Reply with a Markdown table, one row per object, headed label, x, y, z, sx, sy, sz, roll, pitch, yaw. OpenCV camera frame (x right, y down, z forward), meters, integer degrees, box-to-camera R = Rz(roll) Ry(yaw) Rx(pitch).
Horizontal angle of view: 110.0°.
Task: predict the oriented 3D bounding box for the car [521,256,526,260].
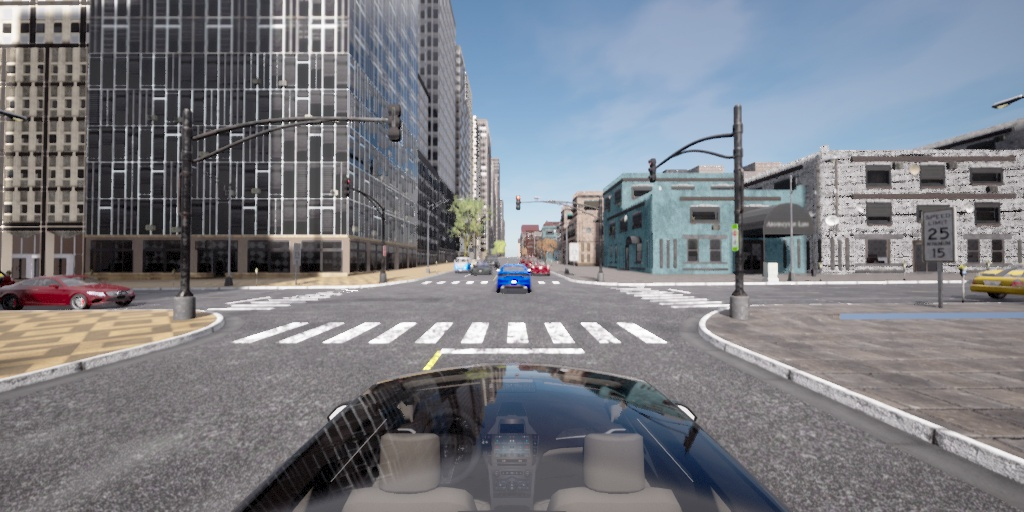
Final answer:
| label | x | y | z | sx | sy | sz | roll | pitch | yaw |
| --- | --- | --- | --- | --- | --- | --- | --- | --- | --- |
| car | 2.706 | 1.029 | 47.251 | 2.192 | 1.841 | 5.009 | 0 | 0 | 0 |

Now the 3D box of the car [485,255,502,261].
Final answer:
| label | x | y | z | sx | sy | sz | roll | pitch | yaw |
| --- | --- | --- | --- | --- | --- | --- | --- | --- | --- |
| car | -3.069 | 0.930 | 53.004 | 2.150 | 2.045 | 5.566 | 0 | 0 | 0 |

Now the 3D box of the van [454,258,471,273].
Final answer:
| label | x | y | z | sx | sy | sz | roll | pitch | yaw |
| --- | --- | --- | --- | --- | --- | --- | --- | --- | --- |
| van | -5.677 | 1.060 | 41.541 | 1.690 | 1.789 | 3.998 | 0 | 0 | 0 |

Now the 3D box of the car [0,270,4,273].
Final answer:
| label | x | y | z | sx | sy | sz | roll | pitch | yaw |
| --- | --- | --- | --- | --- | --- | --- | --- | --- | --- |
| car | -23.098 | 1.314 | 14.126 | 4.097 | 1.591 | 1.967 | 0 | 0 | 1 |

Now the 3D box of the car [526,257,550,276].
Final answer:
| label | x | y | z | sx | sy | sz | roll | pitch | yaw |
| --- | --- | --- | --- | --- | --- | --- | --- | --- | --- |
| car | 2.702 | 1.164 | 35.903 | 1.967 | 1.591 | 4.097 | 0 | 0 | 0 |

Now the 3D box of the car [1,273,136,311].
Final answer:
| label | x | y | z | sx | sy | sz | roll | pitch | yaw |
| --- | --- | --- | --- | --- | --- | --- | --- | --- | --- |
| car | -17.415 | 1.401 | 14.070 | 4.207 | 1.307 | 1.802 | 0 | 0 | 1 |

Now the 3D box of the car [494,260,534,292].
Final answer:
| label | x | y | z | sx | sy | sz | roll | pitch | yaw |
| --- | --- | --- | --- | --- | --- | --- | --- | --- | --- |
| car | 0.104 | 1.213 | 21.395 | 1.882 | 1.535 | 5.008 | 0 | 0 | 0 |

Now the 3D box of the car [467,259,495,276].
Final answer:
| label | x | y | z | sx | sy | sz | roll | pitch | yaw |
| --- | --- | --- | --- | --- | --- | --- | --- | --- | --- |
| car | -3.086 | 1.287 | 36.814 | 1.994 | 1.385 | 4.181 | 0 | 0 | 0 |

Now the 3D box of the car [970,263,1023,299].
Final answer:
| label | x | y | z | sx | sy | sz | roll | pitch | yaw |
| --- | --- | --- | --- | --- | --- | --- | --- | --- | --- |
| car | 20.694 | 0.984 | 13.692 | 4.829 | 1.417 | 1.751 | 0 | 0 | 1 |
